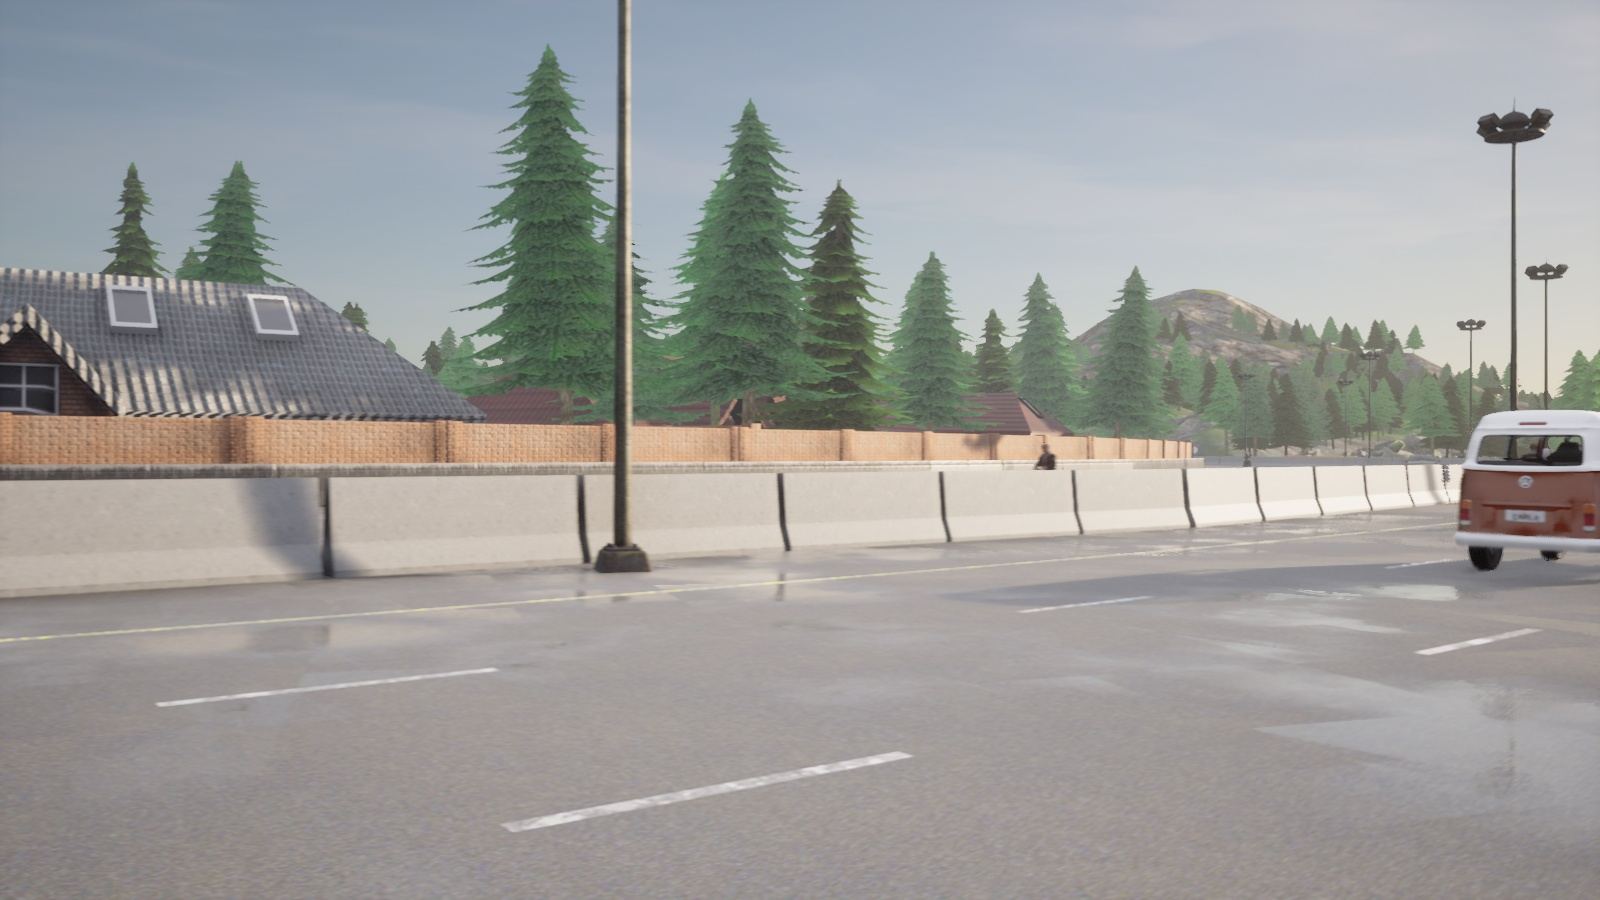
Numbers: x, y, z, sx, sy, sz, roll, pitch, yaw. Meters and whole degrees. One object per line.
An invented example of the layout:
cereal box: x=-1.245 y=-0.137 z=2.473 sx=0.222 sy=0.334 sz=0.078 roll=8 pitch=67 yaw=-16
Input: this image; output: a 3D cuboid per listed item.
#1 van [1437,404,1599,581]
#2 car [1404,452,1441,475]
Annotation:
van: x=10.365 y=0.489 z=16.490 sx=4.480 sy=2.038 sz=2.069 roll=0 pitch=0 yaw=-42
car: x=42.098 y=0.881 z=84.998 sx=1.837 sy=1.490 sz=4.892 roll=0 pitch=0 yaw=22
